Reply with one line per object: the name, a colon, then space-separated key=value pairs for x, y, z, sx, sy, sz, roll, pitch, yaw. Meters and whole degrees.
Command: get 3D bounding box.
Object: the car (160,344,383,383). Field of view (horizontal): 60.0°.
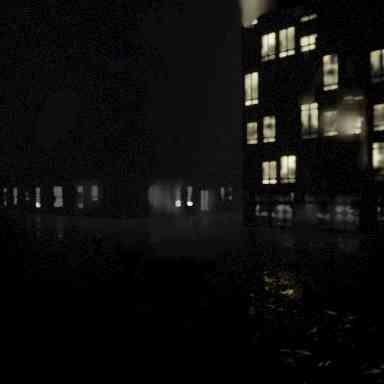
car: x=1.577 y=1.582 z=1.759 sx=4.206 sy=1.307 sz=1.802 roll=0 pitch=0 yaw=35
